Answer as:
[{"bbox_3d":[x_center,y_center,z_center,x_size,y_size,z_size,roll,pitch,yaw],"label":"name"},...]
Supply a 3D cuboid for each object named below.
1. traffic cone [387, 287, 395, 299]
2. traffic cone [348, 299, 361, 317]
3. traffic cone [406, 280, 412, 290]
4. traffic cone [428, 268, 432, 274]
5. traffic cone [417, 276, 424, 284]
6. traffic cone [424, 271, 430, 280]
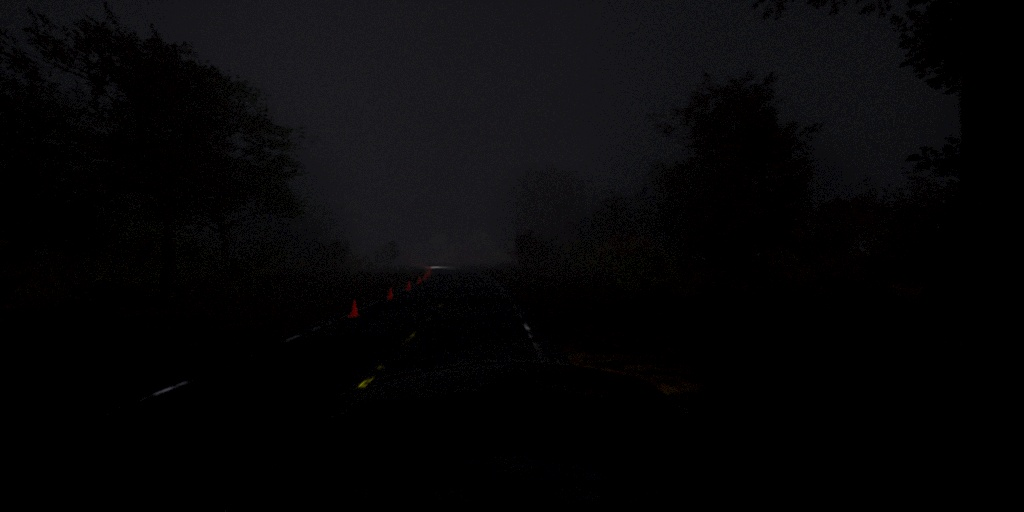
[{"bbox_3d":[-5.876,1.787,17.365,0.340,0.580,0.340,0,0,-5],"label":"traffic cone"},{"bbox_3d":[-5.455,1.781,12.439,0.340,0.580,0.340,0,0,-4],"label":"traffic cone"},{"bbox_3d":[-6.399,1.793,22.282,0.340,0.580,0.340,0,0,-7],"label":"traffic cone"},{"bbox_3d":[-8.574,1.820,36.953,0.340,0.580,0.340,0,0,-10],"label":"traffic cone"},{"bbox_3d":[-7.023,1.801,27.187,0.340,0.580,0.340,0,0,-8],"label":"traffic cone"},{"bbox_3d":[-7.748,1.809,32.078,0.340,0.580,0.340,0,0,-9],"label":"traffic cone"}]
